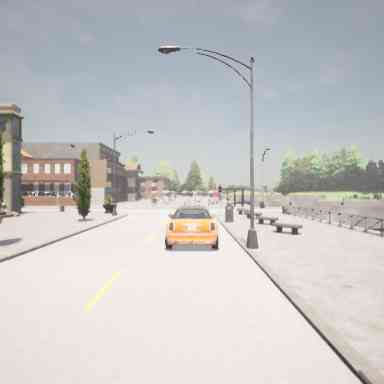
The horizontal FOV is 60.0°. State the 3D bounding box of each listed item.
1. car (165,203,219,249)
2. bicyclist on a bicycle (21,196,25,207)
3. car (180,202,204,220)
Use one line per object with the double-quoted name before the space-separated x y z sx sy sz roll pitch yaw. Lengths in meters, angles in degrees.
"car" 0.000 1.365 14.620 2.097 1.767 4.553 0 0 0
"bicyclist on a bicycle" -24.191 1.347 47.213 0.582 1.620 1.656 0 0 0
"car" 0.000 1.615 29.680 1.895 1.301 4.718 0 0 0
